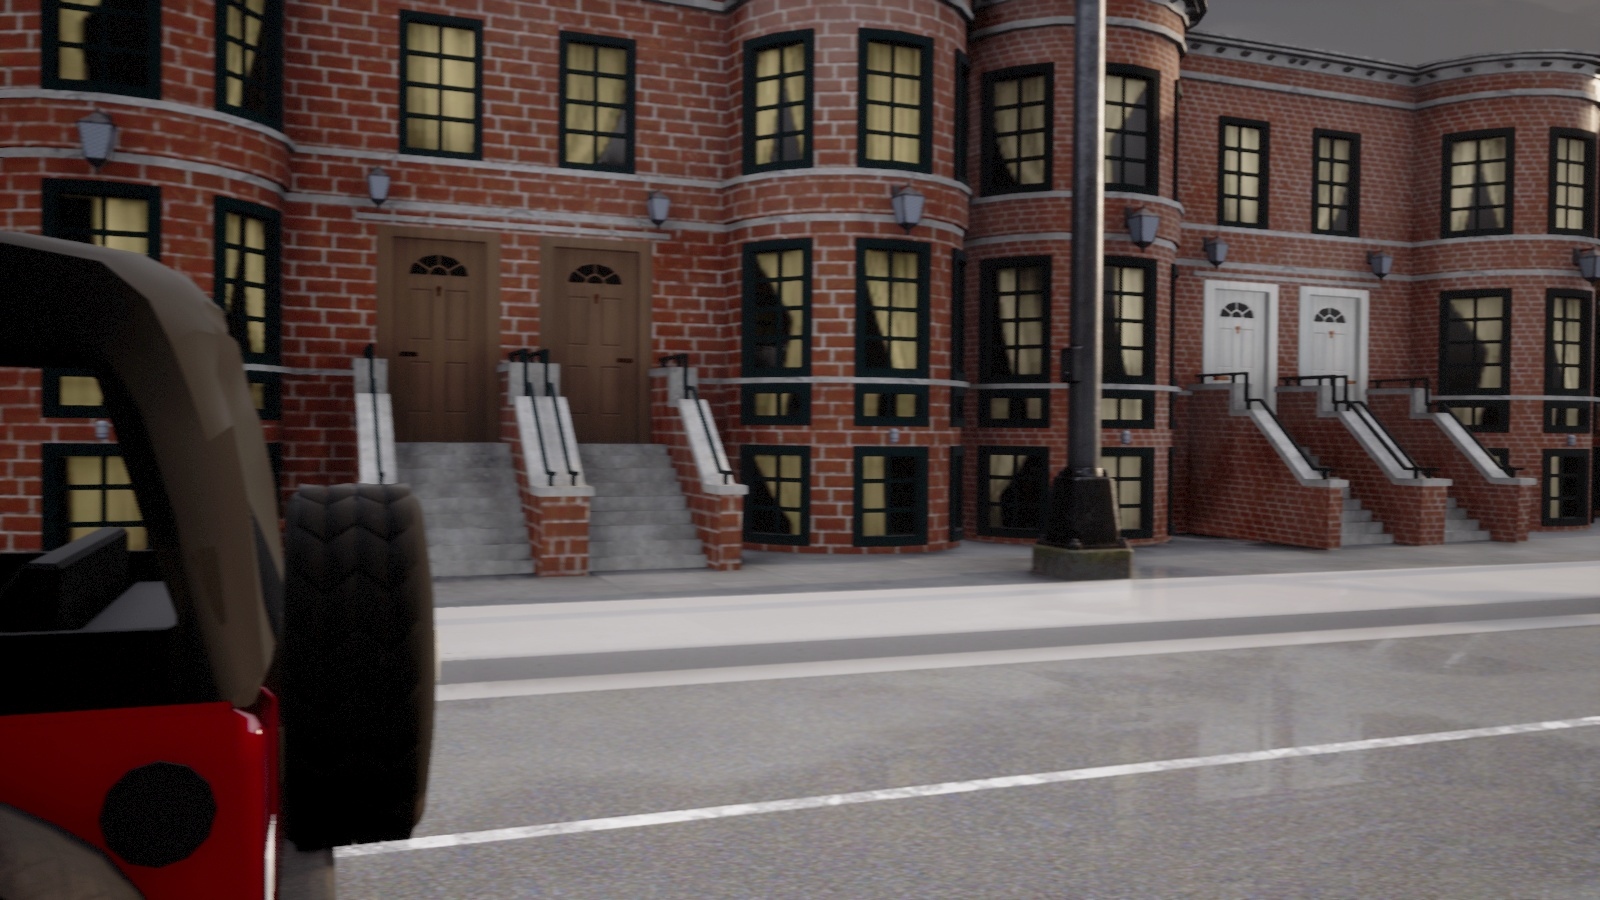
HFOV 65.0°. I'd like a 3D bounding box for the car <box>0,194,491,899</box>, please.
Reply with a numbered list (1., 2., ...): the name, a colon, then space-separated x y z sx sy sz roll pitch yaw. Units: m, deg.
1. car: -2.647 0.588 2.231 3.866 1.878 1.905 -1 1 -21
